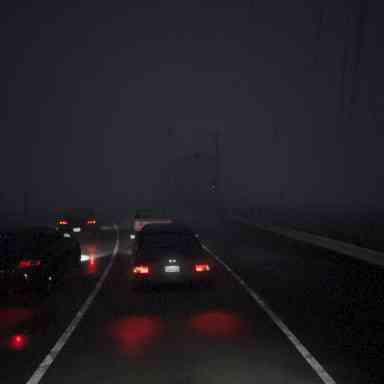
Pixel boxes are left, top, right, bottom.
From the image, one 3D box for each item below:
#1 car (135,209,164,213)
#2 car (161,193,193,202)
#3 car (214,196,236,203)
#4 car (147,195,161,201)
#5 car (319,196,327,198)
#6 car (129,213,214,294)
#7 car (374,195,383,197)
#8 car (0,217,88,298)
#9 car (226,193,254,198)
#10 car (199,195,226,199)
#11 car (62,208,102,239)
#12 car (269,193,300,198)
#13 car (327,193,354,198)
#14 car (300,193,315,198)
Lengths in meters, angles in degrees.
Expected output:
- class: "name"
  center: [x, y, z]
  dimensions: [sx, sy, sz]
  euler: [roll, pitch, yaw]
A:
- class: "car"
  center: [-2.375, 1.601, 18.476]
  dimensions: [1.895, 1.301, 4.718]
  euler: [0, 0, -12]
- class: "car"
  center: [-2.593, 1.221, 65.024]
  dimensions: [5.566, 2.045, 2.150]
  euler: [0, 0, -20]
- class: "car"
  center: [7.151, 1.552, 72.166]
  dimensions: [4.181, 1.385, 1.994]
  euler: [0, 0, -20]
- class: "car"
  center: [-6.925, 1.351, 67.156]
  dimensions: [4.553, 1.767, 2.097]
  euler: [0, 0, -20]
- class: "car"
  center: [34.562, 1.575, 84.807]
  dimensions: [4.718, 1.301, 1.895]
  euler: [0, 0, -34]
- class: "car"
  center: [-0.695, 1.547, 8.975]
  dimensions: [2.033, 1.411, 5.357]
  euler: [0, 0, -7]
- class: "car"
  center: [44.770, 1.468, 79.543]
  dimensions: [5.008, 1.535, 1.882]
  euler: [0, 0, -38]
- class: "car"
  center: [-4.210, 1.564, 8.532]
  dimensions: [1.994, 1.385, 4.181]
  euler: [0, 0, -6]
- class: "car"
  center: [10.257, 1.224, 69.565]
  dimensions: [5.566, 2.045, 2.150]
  euler: [0, 0, -20]
- class: "car"
  center: [3.156, 1.351, 59.661]
  dimensions: [4.553, 1.767, 2.097]
  euler: [0, 0, -20]
- class: "car"
  center: [-5.689, 1.525, 17.142]
  dimensions: [1.812, 1.442, 4.674]
  euler: [0, 0, -13]
- class: "car"
  center: [17.426, 1.219, 64.738]
  dimensions: [5.566, 2.045, 2.150]
  euler: [0, 0, -19]
- class: "car"
  center: [32.108, 1.224, 70.830]
  dimensions: [5.566, 2.045, 2.150]
  euler: [0, 0, -26]
- class: "car"
  center: [25.262, 1.224, 75.245]
  dimensions: [5.566, 2.045, 2.150]
  euler: [0, 0, -22]
